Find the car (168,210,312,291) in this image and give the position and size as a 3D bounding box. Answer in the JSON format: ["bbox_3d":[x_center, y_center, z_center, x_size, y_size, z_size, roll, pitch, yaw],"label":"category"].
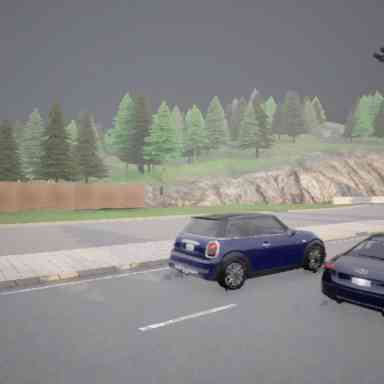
[{"bbox_3d":[1.677,1.352,9.241,4.553,1.767,2.097,0,0,-35],"label":"car"}]

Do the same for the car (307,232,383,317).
[{"bbox_3d":[4.622,1.564,7.043,4.181,1.385,1.994,0,0,-36],"label":"car"}]
